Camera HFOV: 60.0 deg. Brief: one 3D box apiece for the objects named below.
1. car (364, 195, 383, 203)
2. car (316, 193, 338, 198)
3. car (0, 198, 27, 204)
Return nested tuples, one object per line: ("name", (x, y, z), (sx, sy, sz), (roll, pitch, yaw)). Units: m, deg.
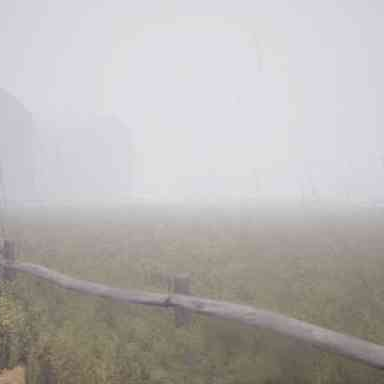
("car", (38.104, 1.458, 68.570), (4.611, 1.667, 2.242), (1, 0, 35))
("car", (35.156, 1.146, 87.632), (4.605, 1.855, 1.932), (1, 0, 35))
("car", (-19.112, 1.264, 34.145), (1.994, 1.385, 4.181), (1, 0, 31))
